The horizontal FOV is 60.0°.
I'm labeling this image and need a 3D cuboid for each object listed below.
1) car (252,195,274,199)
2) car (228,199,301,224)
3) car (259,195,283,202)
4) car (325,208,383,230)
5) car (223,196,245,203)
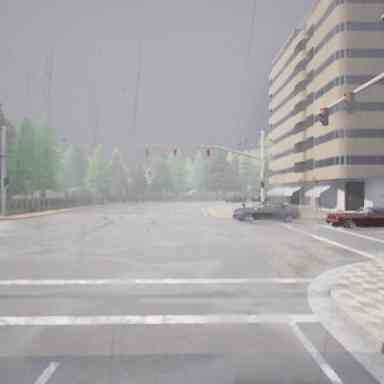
[{"bbox_3d":[14.146,1.470,68.076,4.674,1.442,1.812,0,0,-34],"label":"car"},{"bbox_3d":[5.392,1.507,24.212,4.902,1.511,2.128,1,0,-1],"label":"car"},{"bbox_3d":[17.493,1.465,73.980,4.902,1.511,2.128,0,0,-23],"label":"car"},{"bbox_3d":[10.911,1.639,20.807,4.718,1.301,1.895,0,0,-1],"label":"car"},{"bbox_3d":[8.833,1.491,68.369,5.357,1.411,2.033,0,0,-38],"label":"car"}]
